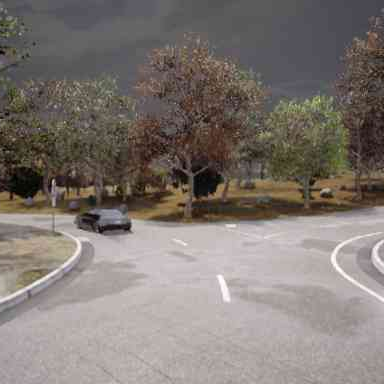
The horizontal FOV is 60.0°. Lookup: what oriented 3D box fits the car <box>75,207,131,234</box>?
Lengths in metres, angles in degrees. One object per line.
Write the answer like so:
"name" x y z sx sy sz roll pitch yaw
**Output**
"car" -5.357 1.577 19.817 1.994 1.385 4.181 0 1 -40
